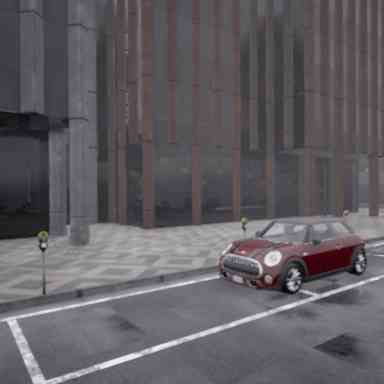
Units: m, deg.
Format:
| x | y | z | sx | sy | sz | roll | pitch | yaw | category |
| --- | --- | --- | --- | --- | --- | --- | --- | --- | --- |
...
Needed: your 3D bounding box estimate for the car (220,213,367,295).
| x | y | z | sx | sy | sz | roll | pitch | yaw | category |
| --- | --- | --- | --- | --- | --- | --- | --- | --- | --- |
| 2.642 | 1.395 | 8.538 | 4.097 | 1.590 | 1.967 | 0 | 0 | -36 | car |
